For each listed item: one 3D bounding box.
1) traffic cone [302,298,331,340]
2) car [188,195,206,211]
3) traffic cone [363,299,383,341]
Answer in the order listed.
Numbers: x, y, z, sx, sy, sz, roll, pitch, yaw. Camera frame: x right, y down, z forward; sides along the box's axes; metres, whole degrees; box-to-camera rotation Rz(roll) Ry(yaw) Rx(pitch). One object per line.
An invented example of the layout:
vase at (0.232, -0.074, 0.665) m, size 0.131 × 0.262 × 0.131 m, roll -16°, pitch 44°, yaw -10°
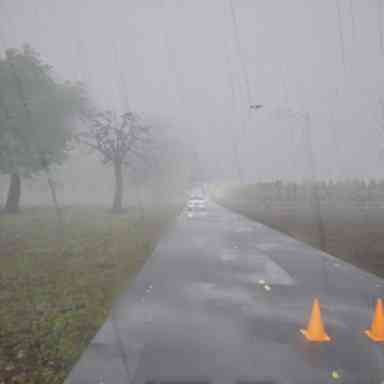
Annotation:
traffic cone at (1.957, 1.975, 5.254) m, size 0.340 × 0.580 × 0.340 m, roll 0°, pitch 0°, yaw 0°
car at (0.634, 1.462, 44.705) m, size 2.150 × 2.045 × 5.566 m, roll 0°, pitch 0°, yaw 0°
traffic cone at (2.957, 1.981, 5.248) m, size 0.340 × 0.580 × 0.340 m, roll 0°, pitch 0°, yaw 0°
